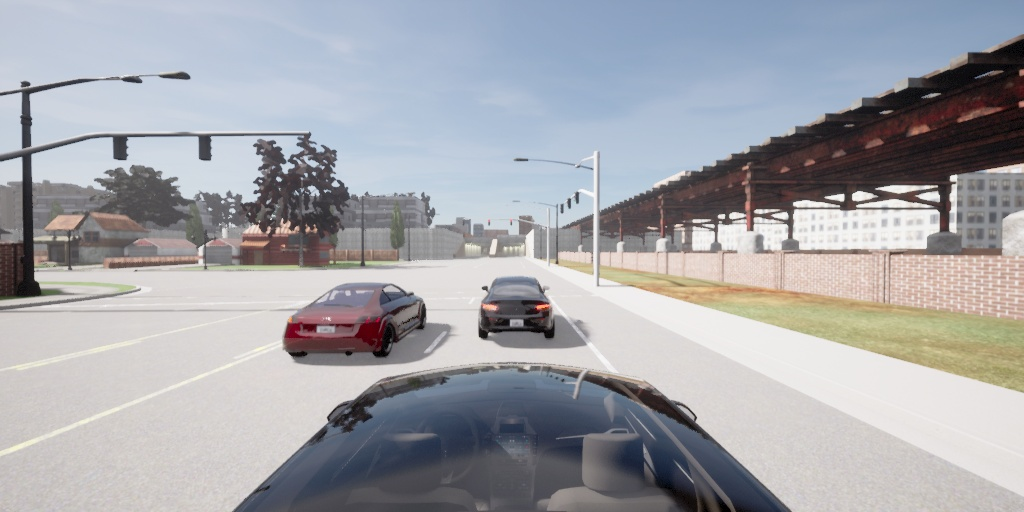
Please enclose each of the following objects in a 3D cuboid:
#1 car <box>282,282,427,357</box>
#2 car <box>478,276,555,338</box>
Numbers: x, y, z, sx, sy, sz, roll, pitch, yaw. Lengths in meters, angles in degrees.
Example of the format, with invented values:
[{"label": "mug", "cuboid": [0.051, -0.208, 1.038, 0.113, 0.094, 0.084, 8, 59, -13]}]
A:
[{"label": "car", "cuboid": [-3.397, 1.313, 8.555, 1.994, 1.385, 4.181, 0, 0, 0]}, {"label": "car", "cuboid": [0.105, 1.274, 10.018, 1.812, 1.442, 4.674, 0, 0, 0]}]
